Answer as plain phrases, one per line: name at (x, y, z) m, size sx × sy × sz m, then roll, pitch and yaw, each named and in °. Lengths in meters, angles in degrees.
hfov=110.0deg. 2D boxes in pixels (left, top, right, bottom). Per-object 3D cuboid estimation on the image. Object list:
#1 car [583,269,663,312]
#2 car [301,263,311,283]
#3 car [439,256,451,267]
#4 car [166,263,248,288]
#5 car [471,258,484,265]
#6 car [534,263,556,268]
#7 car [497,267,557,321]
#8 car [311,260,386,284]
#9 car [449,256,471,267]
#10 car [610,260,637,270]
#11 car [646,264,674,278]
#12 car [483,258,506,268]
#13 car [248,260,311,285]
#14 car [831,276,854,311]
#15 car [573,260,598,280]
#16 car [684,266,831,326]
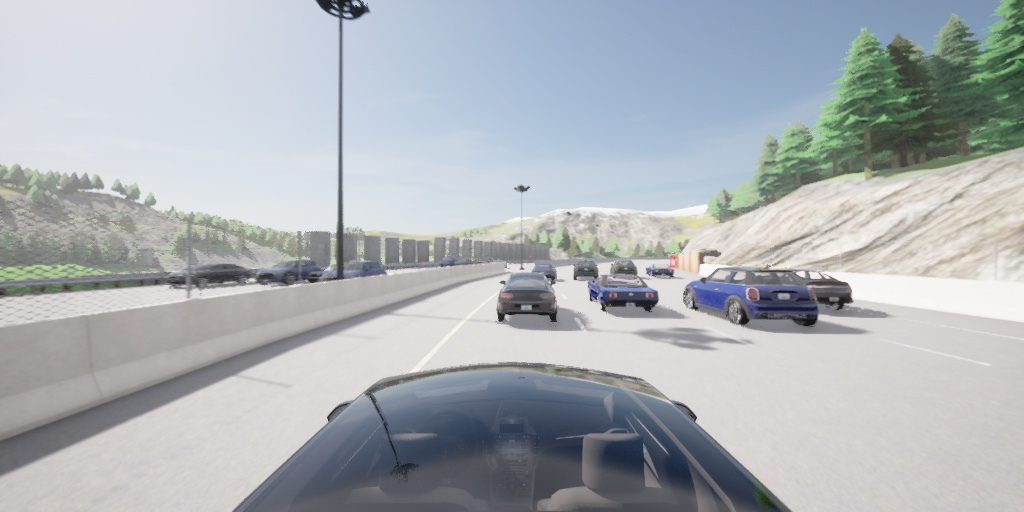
car at (4.187, 1.361, 14.351) m, size 1.895 × 1.301 × 4.718 m, roll 0°, pitch 0°, yaw 4°
car at (-12.378, 1.321, 25.689) m, size 1.895 × 1.301 × 4.718 m, roll 0°, pitch 0°, yaw 8°
car at (-10.717, 0.947, 63.420) m, size 2.150 × 2.045 × 5.566 m, roll 0°, pitch 0°, yaw 19°
car at (-19.685, 1.207, 23.535) m, size 1.837 × 1.490 × 4.892 m, roll 0°, pitch 0°, yaw 7°
car at (-4.556, 1.093, 59.767) m, size 2.097 × 1.767 × 4.553 m, roll 0°, pitch 0°, yaw 19°
car at (2.795, 1.322, 30.840) m, size 1.994 × 1.385 × 4.181 m, roll 0°, pitch 0°, yaw 10°
car at (0.537, 1.277, 12.340) m, size 1.812 × 1.442 × 4.674 m, roll 0°, pitch 0°, yaw 3°
car at (-9.357, 1.080, 21.424) m, size 2.097 × 1.767 × 4.553 m, roll 0°, pitch 0°, yaw 7°
car at (-8.159, 1.236, 60.059) m, size 1.837 × 1.490 × 4.892 m, roll 0°, pitch 0°, yaw 18°
car at (10.450, 1.129, 33.710) m, size 2.097 × 1.767 × 4.553 m, roll 0°, pitch 0°, yaw 11°
car at (14.187, 1.387, 34.690) m, size 1.895 × 1.301 × 4.718 m, roll 0°, pitch 0°, yaw 12°
car at (-2.362, 1.272, 55.247) m, size 1.812 × 1.442 × 4.674 m, roll 0°, pitch 0°, yaw 17°
car at (-15.869, 1.064, 25.756) m, size 2.097 × 1.767 × 4.553 m, roll 0°, pitch 0°, yaw 8°
car at (11.256, 1.269, 14.717) m, size 2.128 × 1.511 × 4.902 m, roll 0°, pitch 0°, yaw 5°
car at (6.508, 1.119, 31.765) m, size 2.097 × 1.767 × 4.553 m, roll 0°, pitch 0°, yaw 10°
car at (7.541, 1.121, 11.904) m, size 2.097 × 1.767 × 4.553 m, roll 0°, pitch 0°, yaw 3°
